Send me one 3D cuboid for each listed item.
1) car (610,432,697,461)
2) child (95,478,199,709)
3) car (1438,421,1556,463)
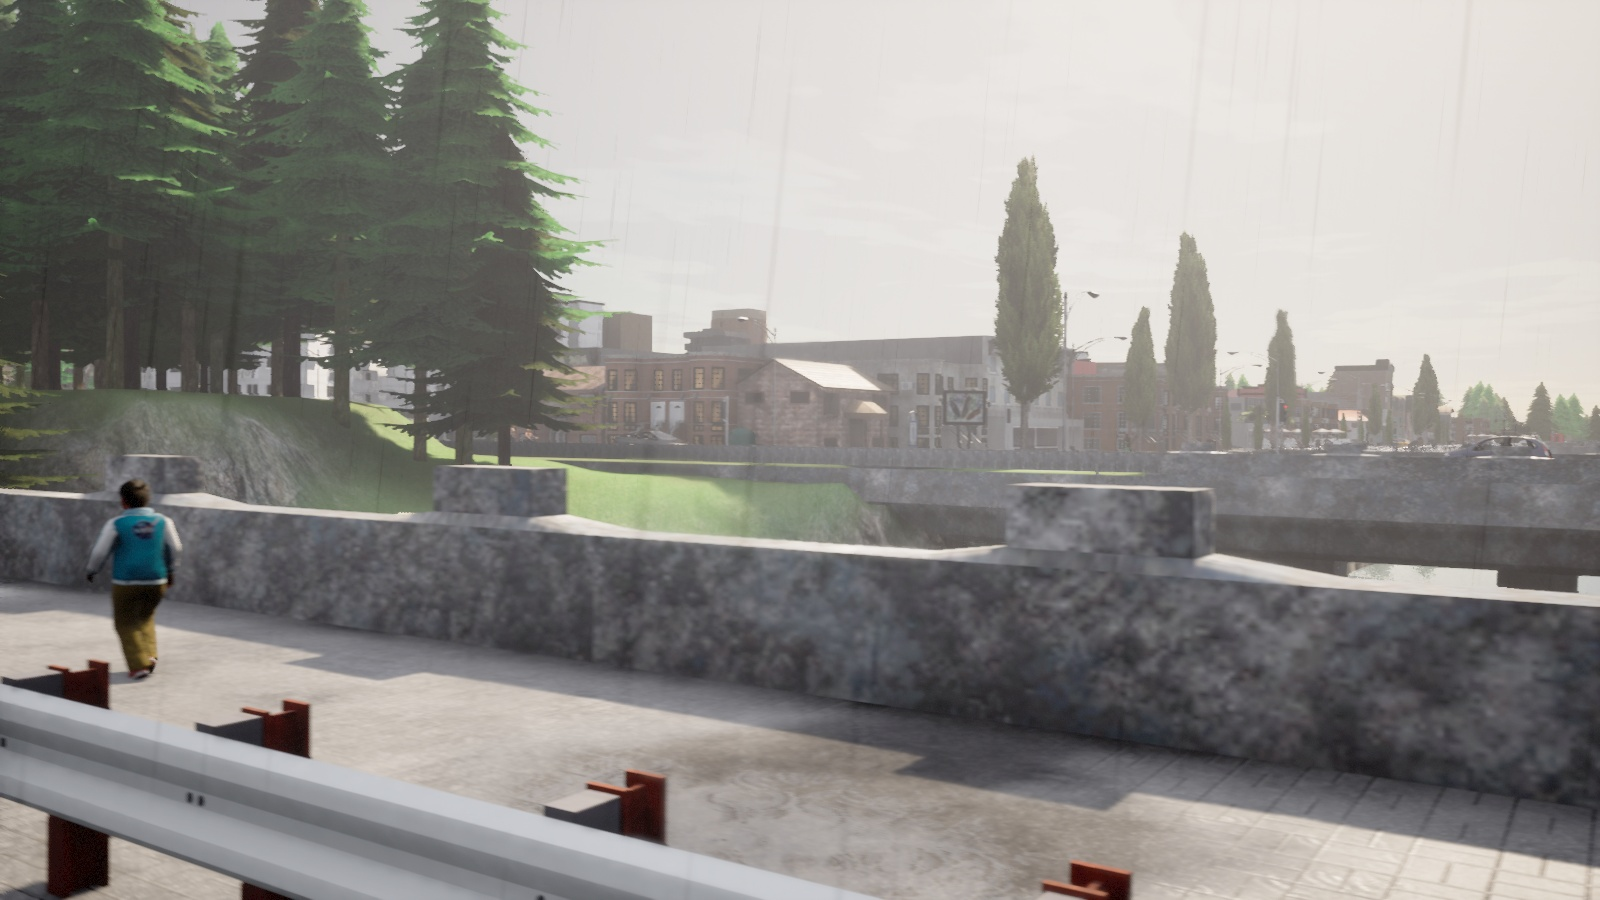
[{"bbox_3d":[-8.067,-0.191,69.071,4.514,1.525,2.007,0,1,34],"label":"car"},{"bbox_3d":[-3.564,0.760,6.854,0.448,1.192,0.343,0,1,41],"label":"child"},{"bbox_3d":[27.748,-0.305,50.024,3.988,1.617,1.851,0,1,34],"label":"car"}]
